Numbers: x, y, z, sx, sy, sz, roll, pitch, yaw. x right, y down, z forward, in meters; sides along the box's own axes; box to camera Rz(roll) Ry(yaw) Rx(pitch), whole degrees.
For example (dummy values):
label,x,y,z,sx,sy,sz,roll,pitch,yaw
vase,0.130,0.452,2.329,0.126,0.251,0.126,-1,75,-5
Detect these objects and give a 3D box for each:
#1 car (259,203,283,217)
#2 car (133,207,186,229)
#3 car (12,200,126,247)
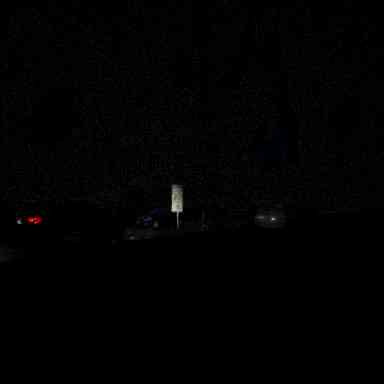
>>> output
label,x,y,z,sx,sy,sz,roll,pitch,yaw
car,10.643,2.328,44.529,2.097,1.767,4.553,-1,-2,35
car,-2.451,1.951,25.904,1.882,1.535,5.008,-1,-2,35
car,-5.866,1.446,16.532,2.150,2.045,5.566,-2,-2,37
